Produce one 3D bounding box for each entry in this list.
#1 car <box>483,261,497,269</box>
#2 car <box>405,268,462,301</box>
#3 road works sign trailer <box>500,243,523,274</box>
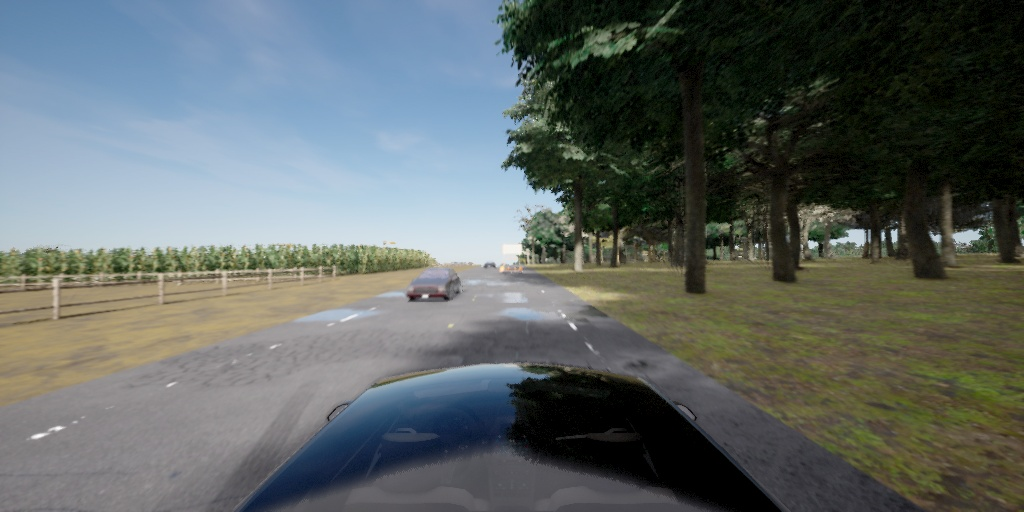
[{"bbox_3d":[-3.570,1.433,58.764,1.994,1.385,4.181,0,0,1],"label":"car"},{"bbox_3d":[-3.605,1.297,17.575,2.033,1.411,5.357,0,0,0],"label":"car"},{"bbox_3d":[-0.028,0.255,41.447,2.380,3.560,2.880,0,0,1],"label":"road works sign trailer"}]
